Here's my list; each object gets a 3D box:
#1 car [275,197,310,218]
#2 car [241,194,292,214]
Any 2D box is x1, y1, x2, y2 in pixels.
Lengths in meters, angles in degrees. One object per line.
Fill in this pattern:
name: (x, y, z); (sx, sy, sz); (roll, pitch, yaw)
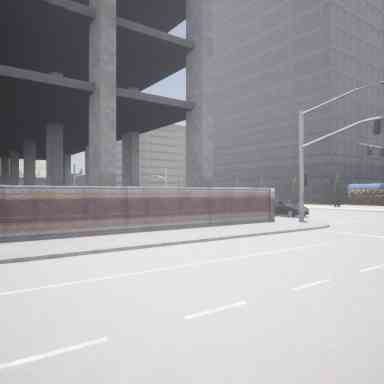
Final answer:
car: (8.522, 1.505, 30.851); (1.837, 1.490, 4.892); (0, 0, -35)
car: (8.195, 1.221, 37.309); (2.150, 2.045, 5.566); (0, 0, -36)
